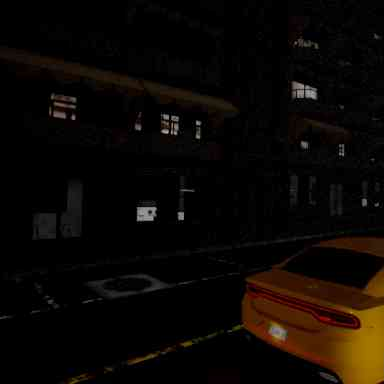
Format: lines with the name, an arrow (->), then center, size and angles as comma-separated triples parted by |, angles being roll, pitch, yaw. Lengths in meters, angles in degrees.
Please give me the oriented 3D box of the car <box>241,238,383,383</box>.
car -> 3.012, 1.481, 5.310 | 5.008, 1.535, 1.882 | 0, 0, -35
